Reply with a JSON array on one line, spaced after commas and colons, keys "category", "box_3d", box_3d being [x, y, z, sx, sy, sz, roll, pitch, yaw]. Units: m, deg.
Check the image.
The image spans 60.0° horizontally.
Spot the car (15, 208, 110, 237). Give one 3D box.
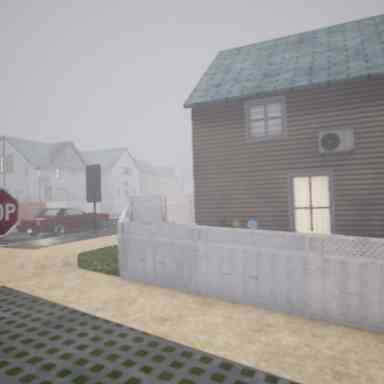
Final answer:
[{"category": "car", "box_3d": [-6.311, 1.438, 16.908, 1.895, 1.301, 4.718, -3, 0, 26]}]
